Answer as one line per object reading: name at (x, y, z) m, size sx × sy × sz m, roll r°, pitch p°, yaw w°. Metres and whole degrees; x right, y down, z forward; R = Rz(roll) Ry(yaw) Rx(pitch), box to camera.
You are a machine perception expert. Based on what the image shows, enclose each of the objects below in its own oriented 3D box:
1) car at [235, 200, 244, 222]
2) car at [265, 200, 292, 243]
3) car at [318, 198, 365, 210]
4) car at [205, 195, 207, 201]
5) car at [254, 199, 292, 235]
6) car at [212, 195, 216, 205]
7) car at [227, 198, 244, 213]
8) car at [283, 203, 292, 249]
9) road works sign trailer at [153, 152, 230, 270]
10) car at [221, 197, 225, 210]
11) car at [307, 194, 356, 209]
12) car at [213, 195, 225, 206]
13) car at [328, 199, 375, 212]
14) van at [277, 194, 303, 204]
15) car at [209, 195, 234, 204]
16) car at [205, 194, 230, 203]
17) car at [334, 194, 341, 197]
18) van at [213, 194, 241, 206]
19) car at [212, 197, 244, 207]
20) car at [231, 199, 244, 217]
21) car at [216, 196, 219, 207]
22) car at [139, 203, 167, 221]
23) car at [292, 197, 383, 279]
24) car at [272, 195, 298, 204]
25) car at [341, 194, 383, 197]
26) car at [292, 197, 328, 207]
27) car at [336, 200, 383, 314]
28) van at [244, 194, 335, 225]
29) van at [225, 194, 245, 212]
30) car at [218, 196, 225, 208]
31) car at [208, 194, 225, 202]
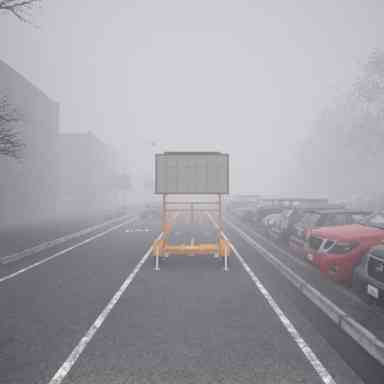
car at (5.673, 1.488, 22.128) m, size 5.008 × 1.535 × 2.097 m, roll 0°, pitch 0°, yaw 0°
car at (5.647, 1.360, 13.718) m, size 4.553 × 1.767 × 2.185 m, roll 0°, pitch 0°, yaw 0°
car at (18.753, 1.502, 41.936) m, size 5.008 × 1.535 × 2.097 m, roll 0°, pitch 0°, yaw 0°
car at (5.715, 1.335, 66.977) m, size 5.566 × 2.045 × 2.435 m, roll 0°, pitch 0°, yaw 0°
car at (5.709, 1.361, 16.521) m, size 4.553 × 1.767 × 2.185 m, roll 0°, pitch 0°, yaw 0°
car at (5.674, 1.514, 47.350) m, size 4.892 × 1.521 × 2.231 m, roll 0°, pitch 0°, yaw 0°
car at (5.649, 1.520, 27.734) m, size 4.792 × 1.488 × 2.163 m, roll 0°, pitch 0°, yaw 0°
car at (5.647, 1.359, 10.915) m, size 4.553 × 1.767 × 2.185 m, roll 0°, pitch 0°, yaw 0°
road works sign trailer at (0.006, 0.473, 11.027) m, size 2.380 × 3.560 × 2.880 m, roll 0°, pitch 0°, yaw 1°
car at (5.707, 1.521, 33.341) m, size 4.792 × 1.488 × 2.163 m, roll 0°, pitch 0°, yaw 0°
car at (18.730, 1.256, 44.723) m, size 5.566 × 2.045 × 2.435 m, roll 0°, pitch 0°, yaw 0°
car at (5.649, 1.535, 44.552) m, size 4.792 × 1.488 × 2.163 m, roll 0°, pitch 0°, yaw 0°
car at (18.755, 1.537, 39.275) m, size 4.674 × 1.452 × 2.002 m, roll 0°, pitch 0°, yaw 0°
van at (18.879, 1.348, 64.220) m, size 4.442 × 1.987 × 1.878 m, roll 0°, pitch 0°, yaw 0°
car at (5.652, 1.447, 64.176) m, size 4.553 × 1.767 × 2.185 m, roll 0°, pitch 0°, yaw 0°
car at (5.728, 1.389, 75.387) m, size 5.566 × 2.045 × 2.435 m, roll 0°, pitch 0°, yaw 0°
car at (18.729, 1.243, 36.368) m, size 5.566 × 2.045 × 2.435 m, roll 0°, pitch 0°, yaw 0°
van at (5.795, 1.317, 55.765) m, size 4.442 × 1.987 × 1.878 m, roll 0°, pitch 0°, yaw 0°
car at (5.673, 1.533, 52.961) m, size 5.008 × 1.535 × 2.097 m, roll 0°, pitch 0°, yaw 0°
car at (5.649, 1.519, 24.931) m, size 4.792 × 1.488 × 2.163 m, roll 0°, pitch 0°, yaw 0°
car at (5.673, 1.495, 38.944) m, size 5.008 × 1.535 × 2.097 m, roll 0°, pitch 0°, yaw 0°
car at (-3.212, 1.618, 27.866) m, size 1.895 × 1.301 × 4.718 m, roll 0°, pitch 0°, yaw 0°
car at (5.650, 1.233, 8.112) m, size 5.566 × 2.045 × 2.435 m, roll 0°, pitch 0°, yaw 0°
car at (18.735, 1.461, 67.000) m, size 4.553 × 1.767 × 2.185 m, roll 0°, pitch 0°, yaw 0°
car at (18.730, 1.242, 33.706) m, size 5.566 × 2.045 × 2.435 m, roll 0°, pitch 0°, yaw 0°
car at (18.753, 1.535, 53.076) m, size 5.008 × 1.535 × 2.097 m, roll 0°, pitch 0°, yaw 0°
car at (5.649, 1.232, 5.308) m, size 5.566 × 2.045 × 2.435 m, roll 0°, pitch 0°, yaw 0°
van at (5.561, 1.262, 19.325) m, size 4.442 × 1.987 × 1.878 m, roll 0°, pitch 0°, yaw 0°
van at (5.562, 1.265, 30.538) m, size 4.442 × 1.987 × 1.878 m, roll 0°, pitch 0°, yaw 0°
car at (5.864, 1.490, 36.144) m, size 5.366 × 1.575 × 1.946 m, roll 0°, pitch 0°, yaw 0°
car at (5.707, 1.272, 50.158) m, size 5.566 × 2.045 × 2.435 m, roll 0°, pitch 0°, yaw 0°
